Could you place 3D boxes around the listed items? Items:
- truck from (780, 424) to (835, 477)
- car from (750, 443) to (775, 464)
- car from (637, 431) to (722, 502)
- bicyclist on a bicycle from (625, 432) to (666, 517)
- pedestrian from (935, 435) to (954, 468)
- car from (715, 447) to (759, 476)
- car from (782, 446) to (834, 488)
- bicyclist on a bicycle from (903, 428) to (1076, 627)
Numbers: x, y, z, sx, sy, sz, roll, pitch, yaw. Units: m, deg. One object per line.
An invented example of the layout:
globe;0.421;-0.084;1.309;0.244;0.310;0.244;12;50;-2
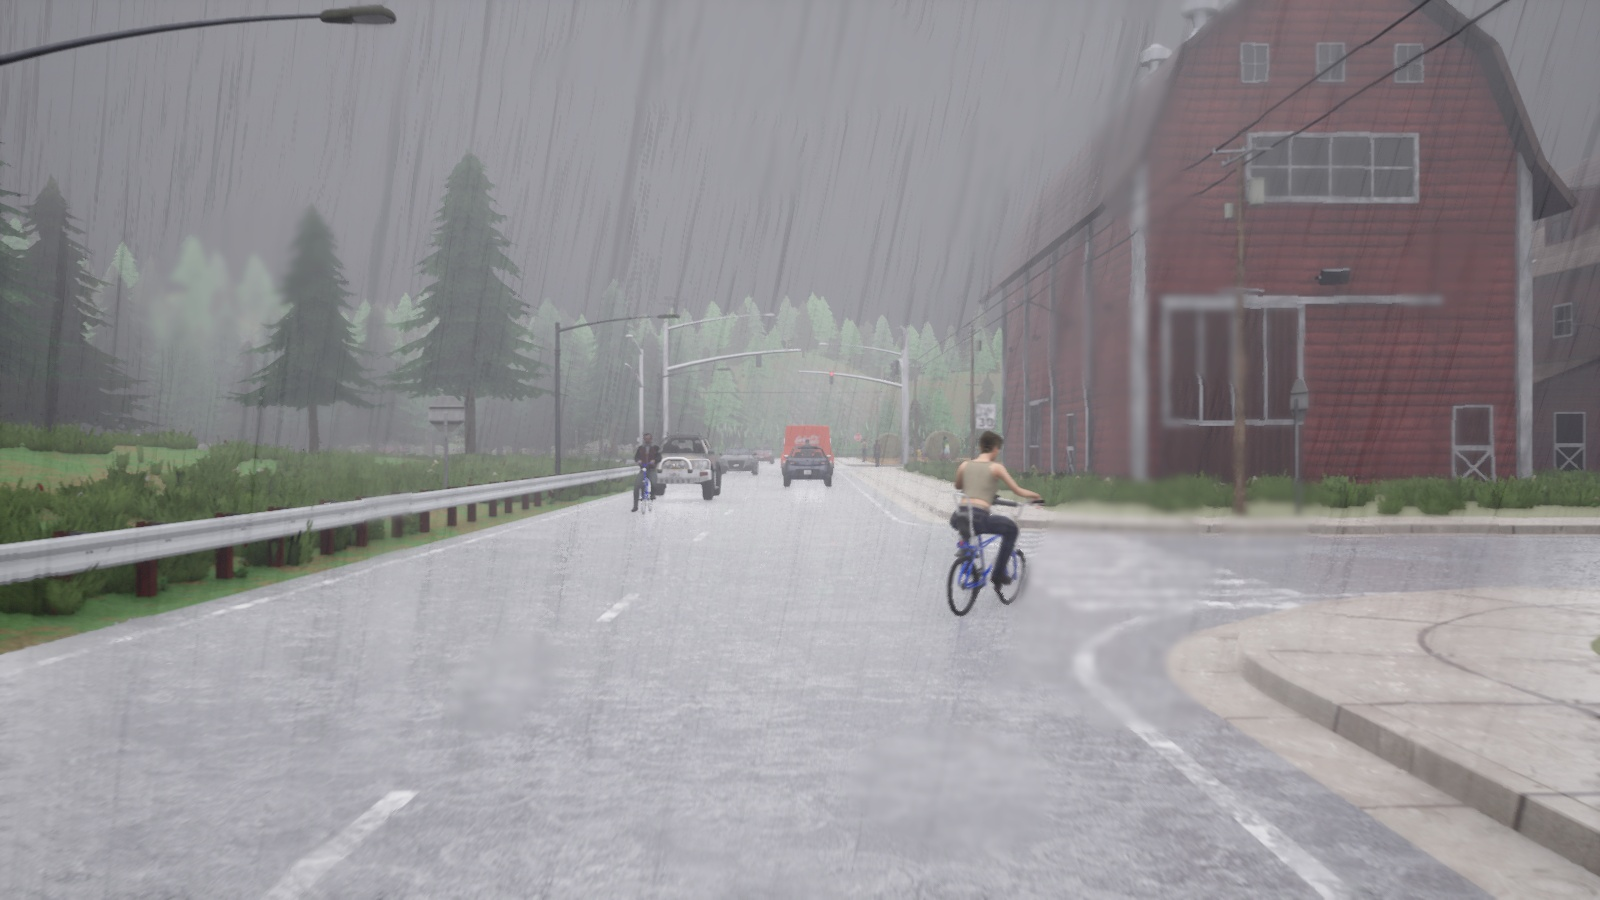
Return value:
truck;0.369;0.012;62.030;2.627;2.467;5.204;0;0;0
car;-2.923;0.248;98.632;1.851;1.617;3.988;0;0;0
car;-3.286;0.420;35.155;1.932;1.855;4.605;0;0;0
bicyclist on a bicycle;-3.330;0.506;27.176;0.659;1.776;1.843;0;0;0
pedestrian;8.456;0.090;73.595;0.659;1.952;0.873;0;0;-40
car;-3.103;0.557;62.778;1.994;1.385;4.181;0;0;0
car;0.277;0.577;45.998;1.816;1.474;4.193;0;0;0
bicyclist on a bicycle;1.715;0.640;11.227;0.866;1.612;1.509;3;2;36
